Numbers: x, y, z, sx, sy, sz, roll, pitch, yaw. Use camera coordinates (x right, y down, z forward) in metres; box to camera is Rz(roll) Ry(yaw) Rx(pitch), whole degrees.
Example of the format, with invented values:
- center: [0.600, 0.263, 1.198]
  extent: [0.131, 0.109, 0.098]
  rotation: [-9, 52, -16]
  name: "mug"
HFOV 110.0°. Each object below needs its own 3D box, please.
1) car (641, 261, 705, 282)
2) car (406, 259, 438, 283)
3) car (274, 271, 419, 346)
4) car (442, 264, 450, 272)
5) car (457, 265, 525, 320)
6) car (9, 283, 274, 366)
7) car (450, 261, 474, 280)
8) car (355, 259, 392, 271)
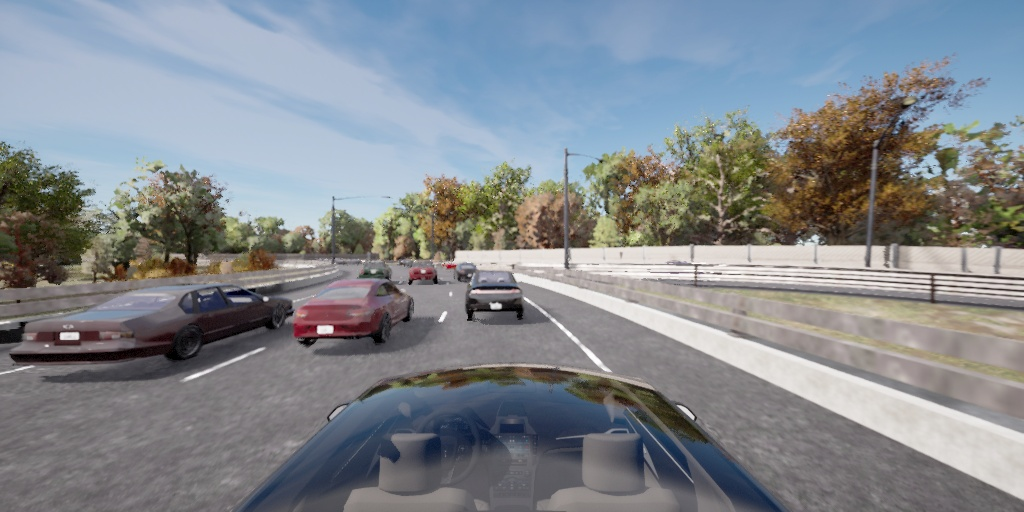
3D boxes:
- center: [12.516, 1.133, 28.131]
  extent: [4.674, 1.442, 1.812]
  rotation: [0, 0, 35]
  name: "car"
- center: [-7.046, 1.173, 28.381]
  extent: [2.097, 1.767, 4.553]
  rotation: [0, 0, -15]
  name: "car"
- center: [-3.909, 1.304, 9.473]
  extent: [1.812, 1.442, 4.674]
  rotation: [0, 0, -4]
  name: "car"
- center: [-7.119, 1.317, 46.362]
  extent: [1.895, 1.301, 4.718]
  rotation: [0, 0, -41]
  name: "car"
- center: [-0.690, 1.261, 12.812]
  extent: [2.128, 1.511, 4.902]
  rotation: [0, 0, -5]
  name: "car"
- center: [-7.277, 1.340, 8.272]
  extent: [2.033, 1.411, 5.357]
  rotation: [0, 0, -4]
  name: "car"
- center: [-3.853, 1.335, 30.023]
  extent: [1.812, 1.442, 4.674]
  rotation: [0, 0, -15]
  name: "car"
- center: [-10.563, 1.188, 28.005]
  extent: [2.097, 1.767, 4.553]
  rotation: [0, 0, -15]
  name: "car"
